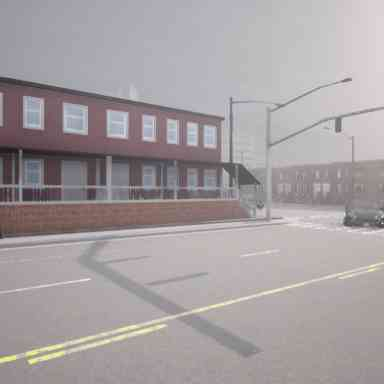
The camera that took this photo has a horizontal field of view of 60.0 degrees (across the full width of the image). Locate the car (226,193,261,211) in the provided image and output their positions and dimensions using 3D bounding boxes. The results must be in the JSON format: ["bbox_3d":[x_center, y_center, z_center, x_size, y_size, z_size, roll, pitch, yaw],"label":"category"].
[{"bbox_3d":[5.346,1.309,38.978,2.097,1.767,4.553,0,0,-36],"label":"car"}]

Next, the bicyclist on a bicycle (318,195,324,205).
[{"bbox_3d":[20.340,1.278,52.365,1.656,1.620,0.582,0,0,-36],"label":"bicyclist on a bicycle"}]

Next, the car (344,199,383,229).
[{"bbox_3d":[11.247,1.351,21.756,2.097,1.767,4.553,0,0,24],"label":"car"}]

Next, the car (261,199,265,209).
[{"bbox_3d":[6.873,1.176,42.862,2.150,2.045,5.566,0,0,-35],"label":"car"}]
